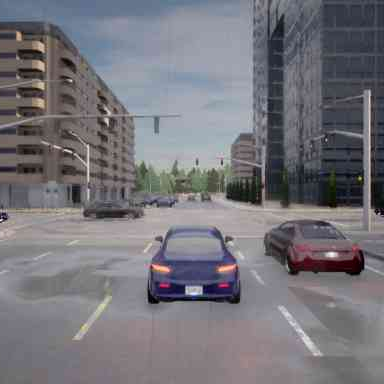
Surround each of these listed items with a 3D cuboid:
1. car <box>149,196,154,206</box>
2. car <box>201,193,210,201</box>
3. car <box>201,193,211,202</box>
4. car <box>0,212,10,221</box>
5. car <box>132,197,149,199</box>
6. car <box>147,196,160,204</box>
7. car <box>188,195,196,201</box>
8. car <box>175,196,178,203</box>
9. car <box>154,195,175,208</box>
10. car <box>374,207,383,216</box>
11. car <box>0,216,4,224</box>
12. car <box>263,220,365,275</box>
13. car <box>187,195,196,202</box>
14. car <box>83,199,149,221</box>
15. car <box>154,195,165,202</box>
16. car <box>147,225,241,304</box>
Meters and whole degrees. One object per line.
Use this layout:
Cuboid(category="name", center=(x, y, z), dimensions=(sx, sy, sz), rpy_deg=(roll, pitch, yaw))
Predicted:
Cuboid(category="car", center=(-7.465, 1.561, 54.864), dimensions=(1.994, 1.385, 4.181), rpy_deg=(0, 0, 2))
Cuboid(category="car", center=(3.453, 1.221, 87.750), dimensions=(2.150, 2.045, 5.566), rpy_deg=(0, 0, 1))
Cuboid(category="car", center=(3.344, 1.352, 77.587), dimensions=(2.097, 1.767, 4.553), rpy_deg=(0, 0, 1))
Cuboid(category="car", center=(-15.461, 1.655, 23.348), dimensions=(4.718, 1.301, 1.895), rpy_deg=(0, 0, 3))
Cuboid(category="car", center=(-7.503, 1.503, 45.970), dimensions=(1.837, 1.490, 4.892), rpy_deg=(0, 0, 1))
Cuboid(category="car", center=(-7.354, 1.475, 63.680), dimensions=(1.882, 1.535, 5.008), rpy_deg=(0, 0, 1))
Cuboid(category="car", center=(-0.048, 1.521, 87.723), dimensions=(2.128, 1.511, 4.902), rpy_deg=(0, 0, 1))
Cuboid(category="car", center=(-3.939, 1.523, 58.418), dimensions=(1.812, 1.442, 4.674), rpy_deg=(0, 0, 1))
Cuboid(category="car", center=(-3.993, 1.350, 48.931), dimensions=(2.097, 1.767, 4.553), rpy_deg=(0, 0, 0))
Cuboid(category="car", center=(19.456, 1.655, 30.628), dimensions=(4.718, 1.301, 1.895), rpy_deg=(0, 0, 0))
Cuboid(category="car", center=(-7.226, 1.563, 8.827), dimensions=(1.994, 1.385, 4.181), rpy_deg=(0, 0, -1))
Cuboid(category="car", center=(3.555, 1.563, 10.444), dimensions=(1.994, 1.385, 4.181), rpy_deg=(0, 0, 0))
Cuboid(category="car", center=(-0.157, 1.536, 77.379), dimensions=(2.033, 1.411, 5.357), rpy_deg=(0, 0, 1))
Cuboid(category="car", center=(-6.299, 1.531, 26.969), dimensions=(4.892, 1.490, 1.837), rpy_deg=(0, 0, 0))
Cuboid(category="car", center=(-7.194, 1.492, 74.038), dimensions=(1.837, 1.490, 4.892), rpy_deg=(0, 0, 1))
Cuboid(category="car", center=(0.046, 1.525, 8.021), dimensions=(1.812, 1.442, 4.674), rpy_deg=(0, 0, 0))
